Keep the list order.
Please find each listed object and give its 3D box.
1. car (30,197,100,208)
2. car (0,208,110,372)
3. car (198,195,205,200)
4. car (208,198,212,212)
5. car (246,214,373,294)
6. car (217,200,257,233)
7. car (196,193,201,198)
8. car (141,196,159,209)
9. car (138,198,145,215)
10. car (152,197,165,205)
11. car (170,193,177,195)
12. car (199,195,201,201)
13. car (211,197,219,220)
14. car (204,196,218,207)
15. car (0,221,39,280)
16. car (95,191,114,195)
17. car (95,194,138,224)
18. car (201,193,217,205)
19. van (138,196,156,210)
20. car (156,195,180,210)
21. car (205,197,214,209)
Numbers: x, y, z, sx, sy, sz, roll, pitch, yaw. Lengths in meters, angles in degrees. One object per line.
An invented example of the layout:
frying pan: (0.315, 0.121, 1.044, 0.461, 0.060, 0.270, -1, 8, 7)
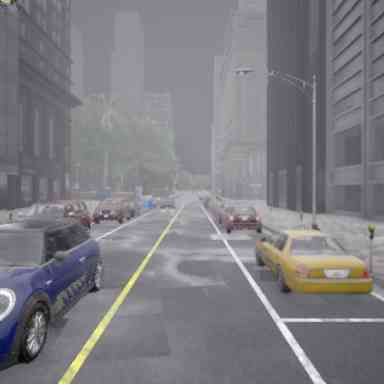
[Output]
car: (-5.767, 1.306, 13.919, 2.192, 1.841, 5.009, 0, 0, 0)
car: (-3.100, 1.348, 5.834, 2.097, 1.767, 4.553, 0, 0, 0)
car: (2.755, 1.478, 94.758, 1.752, 1.417, 4.829, 0, 0, 0)
car: (2.757, 1.531, 30.185, 1.887, 1.381, 4.507, 0, 0, 0)
car: (2.759, 1.520, 8.655, 1.752, 1.417, 4.829, 0, 0, 0)
car: (2.758, 1.429, 19.335, 1.967, 1.590, 4.097, 0, 0, 0)
car: (2.755, 1.528, 83.747, 1.947, 1.339, 4.313, 0, 0, 0)
car: (-5.769, 1.424, 46.475, 1.967, 1.590, 4.097, 0, 0, 0)
car: (-5.767, 1.531, 30.197, 1.887, 1.381, 4.507, 0, 0, 0)
car: (-5.769, 1.562, 57.328, 1.802, 1.307, 4.206, 0, 0, 0)
car: (-5.770, 1.508, 89.187, 2.008, 1.369, 4.403, 0, 0, 0)
car: (2.757, 1.546, 57.311, 1.947, 1.339, 4.313, 0, 0, 0)
car: (2.758, 1.428, 24.760, 1.967, 1.590, 4.097, 0, 0, 0)
car: (2.757, 1.511, 41.205, 1.752, 1.417, 4.829, 0, 0, 0)
car: (-5.766, 1.576, 8.493, 1.802, 1.307, 4.206, 0, 0, 0)
car: (-17.304, 0.938, 68.852, 5.566, 2.045, 2.150, 1, 0, 0)
car: (-5.768, 1.303, 24.771, 2.192, 1.841, 5.009, 0, 0, 0)
car: (2.756, 1.299, 46.460, 2.192, 1.841, 5.009, 0, 0, 0)
van: (-5.769, 1.326, 41.049, 1.690, 1.788, 3.998, 0, 0, 0)
car: (-3.096, 1.532, 43.334, 2.033, 1.411, 5.357, 0, 0, 0)
car: (2.758, 1.537, 35.610, 2.008, 1.369, 4.403, 0, 0, 0)
